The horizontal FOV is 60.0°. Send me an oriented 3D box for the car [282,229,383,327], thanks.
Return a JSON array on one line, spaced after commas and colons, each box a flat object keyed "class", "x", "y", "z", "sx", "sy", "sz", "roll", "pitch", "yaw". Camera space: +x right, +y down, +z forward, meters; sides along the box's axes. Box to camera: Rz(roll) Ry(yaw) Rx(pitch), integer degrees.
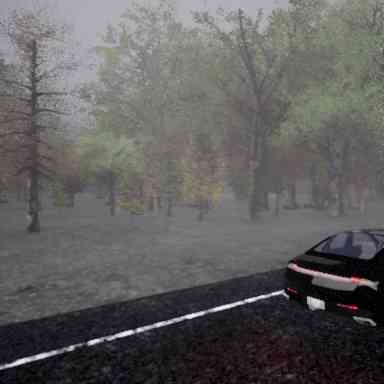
[{"class": "car", "x": 3.869, "y": 1.482, "z": 6.503, "sx": 4.902, "sy": 1.511, "sz": 2.128, "roll": 0, "pitch": 0, "yaw": -35}]
